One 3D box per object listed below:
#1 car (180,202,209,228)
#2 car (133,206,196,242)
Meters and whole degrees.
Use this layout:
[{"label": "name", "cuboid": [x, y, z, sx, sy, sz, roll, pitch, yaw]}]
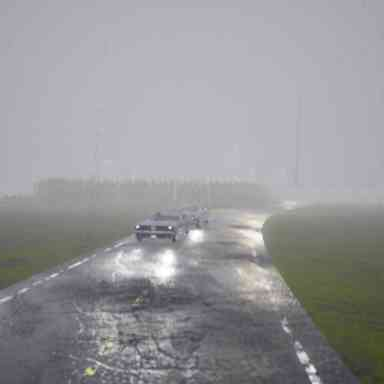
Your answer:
[{"label": "car", "cuboid": [-0.043, 1.468, 22.214, 1.837, 1.490, 4.892, 0, 0, 13]}, {"label": "car", "cuboid": [-1.273, 1.586, 16.299, 1.895, 1.301, 4.718, 0, 0, 10]}]
